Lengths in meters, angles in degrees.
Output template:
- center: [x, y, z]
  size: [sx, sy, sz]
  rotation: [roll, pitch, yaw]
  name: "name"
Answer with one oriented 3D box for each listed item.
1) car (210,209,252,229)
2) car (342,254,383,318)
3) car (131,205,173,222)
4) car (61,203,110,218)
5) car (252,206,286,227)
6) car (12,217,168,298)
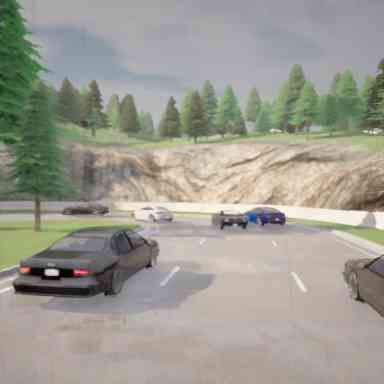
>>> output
- center: [2.623, 1.961, 24.603]
  size: [1.895, 1.301, 4.718]
  rotation: [1, -1, -7]
  name: "car"
- center: [4.137, 1.664, 5.497]
  size: [2.033, 1.411, 5.357]
  rotation: [0, -1, 9]
  name: "car"
- center: [-3.532, 1.885, 29.080]
  size: [1.812, 1.442, 4.674]
  rotation: [2, -2, -42]
  name: "car"
- center: [-11.166, 1.855, 34.913]
  size: [4.902, 1.511, 2.128]
  rotation: [1, -1, 0]
  name: "car"
- center: [5.660, 1.899, 26.945]
  size: [1.882, 1.535, 5.008]
  rotation: [1, -1, -15]
  name: "car"
- center: [-2.342, 1.647, 8.941]
  size: [2.033, 1.411, 5.357]
  rotation: [0, -1, 9]
  name: "car"
